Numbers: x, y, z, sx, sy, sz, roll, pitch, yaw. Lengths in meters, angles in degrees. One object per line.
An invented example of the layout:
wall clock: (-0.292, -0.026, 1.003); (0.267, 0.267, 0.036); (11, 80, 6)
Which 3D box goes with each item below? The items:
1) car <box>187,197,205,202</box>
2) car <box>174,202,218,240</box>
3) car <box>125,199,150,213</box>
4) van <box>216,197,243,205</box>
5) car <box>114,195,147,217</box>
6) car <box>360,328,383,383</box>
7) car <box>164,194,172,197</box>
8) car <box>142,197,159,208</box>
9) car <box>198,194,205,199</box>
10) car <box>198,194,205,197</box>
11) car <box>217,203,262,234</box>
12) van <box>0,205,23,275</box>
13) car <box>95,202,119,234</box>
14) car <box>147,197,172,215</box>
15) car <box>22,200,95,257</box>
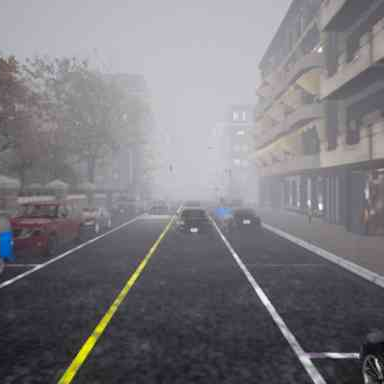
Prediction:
car: (0.093, 1.455, 31.494); (1.994, 1.385, 4.181); (0, 0, 0)
car: (0.095, 1.467, 16.636); (1.812, 1.442, 4.674); (0, 0, 0)
car: (-5.692, 1.445, 35.050); (1.947, 1.339, 4.313); (0, 0, 0)
van: (2.686, 1.257, 23.979); (1.690, 1.788, 3.998); (0, 0, 0)
car: (-5.694, 1.212, 29.514); (2.192, 1.841, 5.009); (0, 0, 0)
car: (2.687, 1.559, 1.839); (1.947, 1.339, 4.313); (0, 0, 0)
car: (-5.693, 1.179, 78.530); (1.967, 1.590, 4.097); (0, 0, 0)
car: (-5.692, 1.425, 46.120); (1.802, 1.307, 4.206); (0, 0, 0)
car: (2.688, 1.231, 95.441); (1.887, 1.381, 4.507); (0, 0, 0)
car: (2.688, 1.255, 89.803); (2.008, 1.369, 4.403); (0, 0, 0)
car: (2.687, 1.501, 18.445); (1.947, 1.339, 4.313); (0, 0, 0)
van: (-5.695, 1.314, 7.372); (1.690, 1.788, 3.998); (0, 0, 0)
car: (-5.693, 1.486, 18.444); (2.008, 1.369, 4.403); (0, 0, 0)
car: (-3.098, 1.453, 32.019); (1.994, 1.385, 4.181); (0, 0, 0)
car: (-5.695, 1.269, 12.908); (2.192, 1.841, 5.009); (0, 0, 0)
